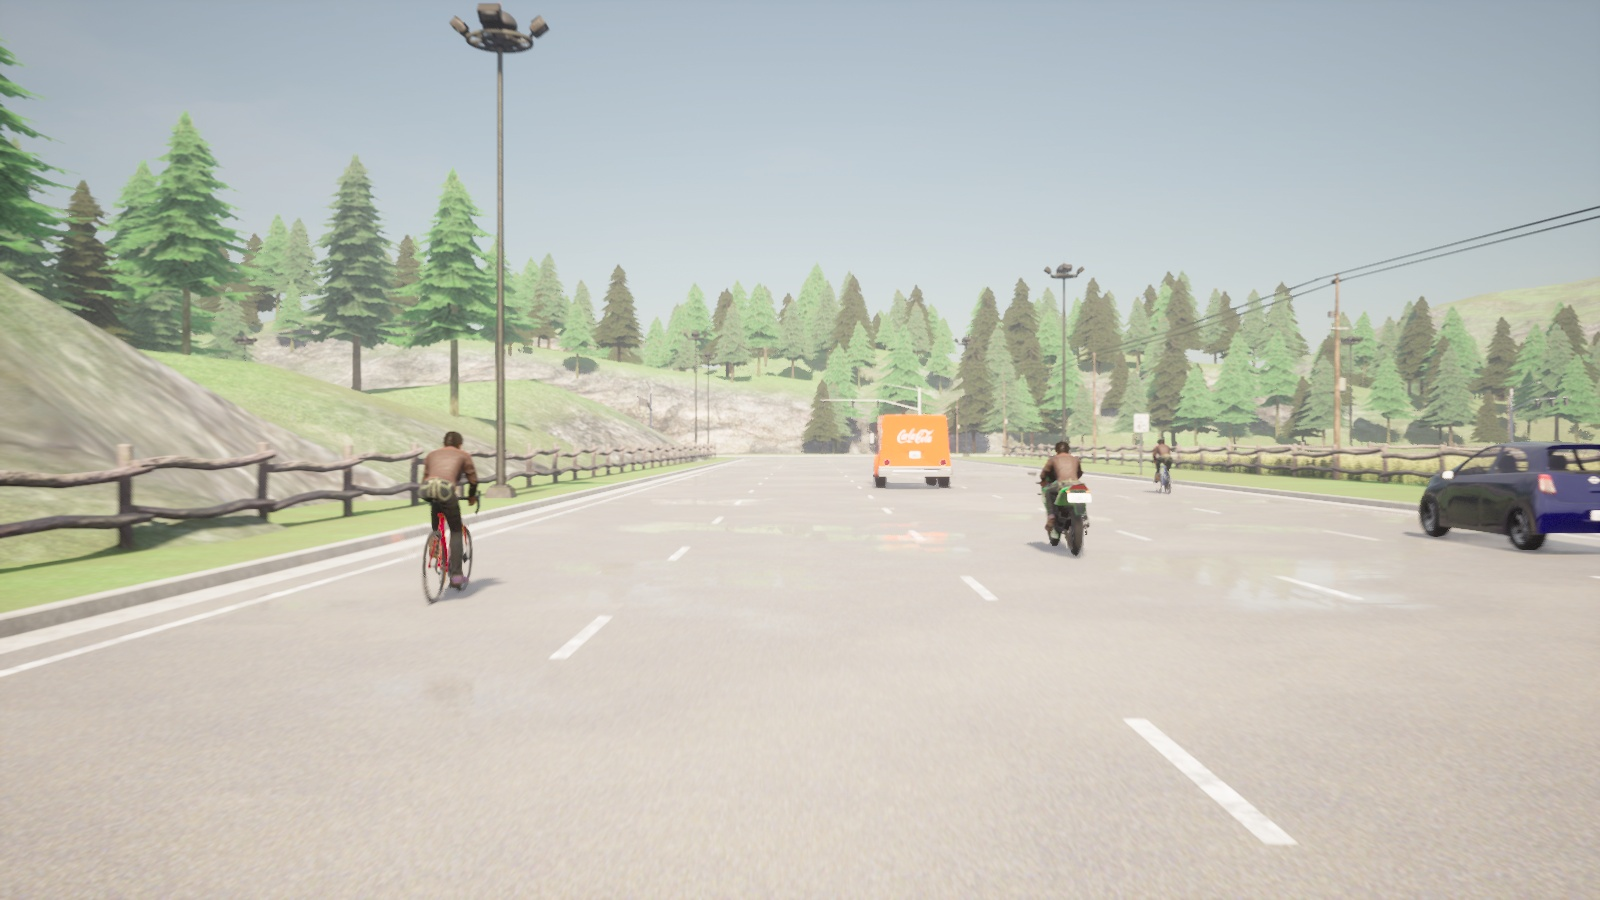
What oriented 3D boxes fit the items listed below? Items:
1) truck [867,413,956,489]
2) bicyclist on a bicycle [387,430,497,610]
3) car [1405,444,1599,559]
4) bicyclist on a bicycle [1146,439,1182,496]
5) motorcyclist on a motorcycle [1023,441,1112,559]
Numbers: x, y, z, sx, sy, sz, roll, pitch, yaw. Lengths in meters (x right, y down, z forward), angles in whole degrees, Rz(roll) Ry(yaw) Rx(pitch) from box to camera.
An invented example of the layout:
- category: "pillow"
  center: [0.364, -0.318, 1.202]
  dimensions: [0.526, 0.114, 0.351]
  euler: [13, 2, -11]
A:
- category: "truck"
  center: [3.762, 0.026, 43.295]
  dimensions: [2.627, 2.467, 5.204]
  euler: [0, 0, 0]
- category: "bicyclist on a bicycle"
  center: [-3.416, 0.630, 12.106]
  dimensions: [0.582, 1.620, 1.656]
  euler: [0, 0, 0]
- category: "car"
  center: [10.619, 0.669, 18.312]
  dimensions: [1.845, 1.501, 3.633]
  euler: [0, 1, 0]
- category: "bicyclist on a bicycle"
  center: [10.726, 0.504, 37.039]
  dimensions: [0.582, 1.620, 1.656]
  euler: [0, 0, 0]
- category: "motorcyclist on a motorcycle"
  center: [3.613, 0.637, 17.137]
  dimensions: [0.797, 1.523, 2.044]
  euler: [0, 0, 0]
